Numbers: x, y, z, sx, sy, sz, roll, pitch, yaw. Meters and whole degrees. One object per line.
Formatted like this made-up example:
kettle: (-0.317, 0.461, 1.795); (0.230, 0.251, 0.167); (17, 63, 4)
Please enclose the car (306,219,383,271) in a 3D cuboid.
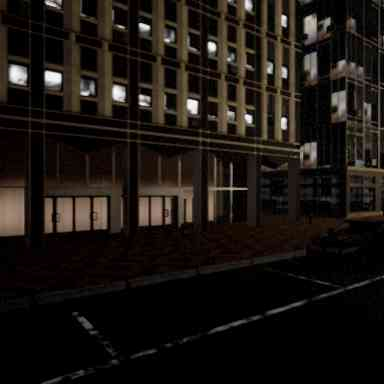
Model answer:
car: (5.445, 1.531, 10.609); (4.206, 1.307, 1.802); (0, 1, -35)
